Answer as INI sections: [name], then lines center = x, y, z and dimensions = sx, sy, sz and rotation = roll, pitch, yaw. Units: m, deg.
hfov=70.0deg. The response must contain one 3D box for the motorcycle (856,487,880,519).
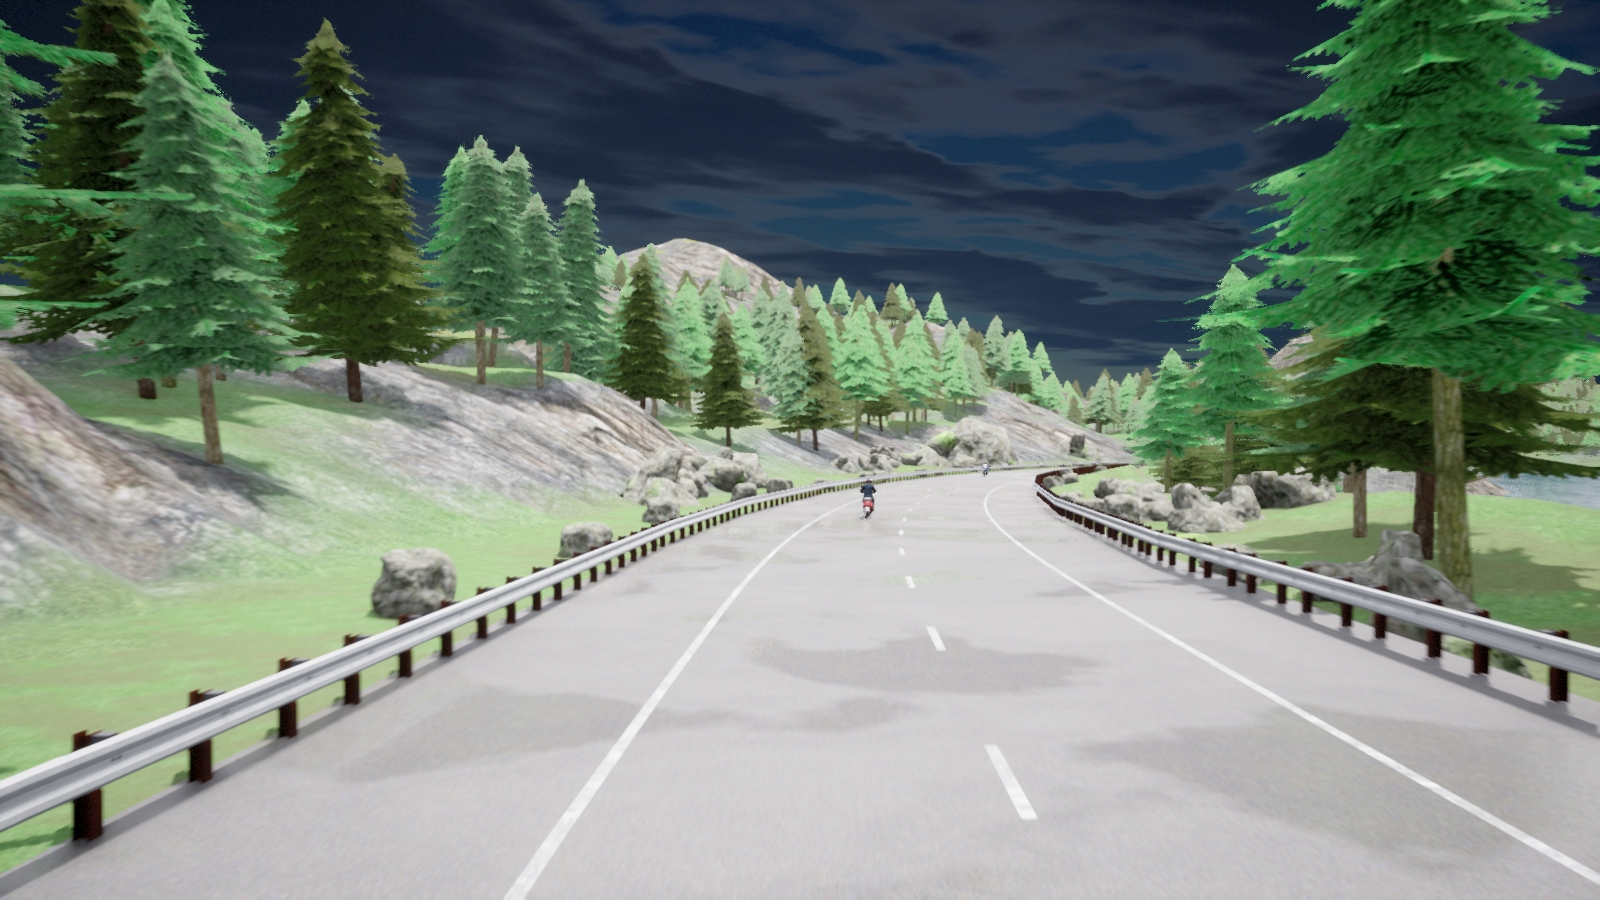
[motorcycle]
center = 2.834, 2.183, 47.541
dimensions = 0.856, 1.236, 1.805
rotation = 0, 0, 7
